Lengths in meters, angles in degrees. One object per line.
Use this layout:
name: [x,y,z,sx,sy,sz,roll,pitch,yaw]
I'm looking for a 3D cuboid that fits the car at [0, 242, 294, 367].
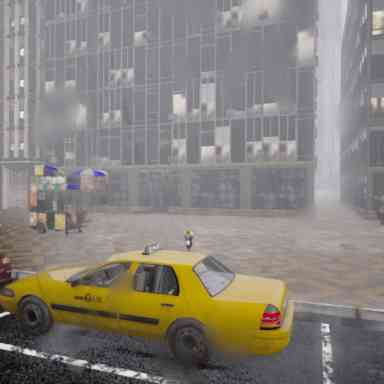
car: [-0.879,1.525,5.416,4.829,1.417,1.752,0,0,20]
